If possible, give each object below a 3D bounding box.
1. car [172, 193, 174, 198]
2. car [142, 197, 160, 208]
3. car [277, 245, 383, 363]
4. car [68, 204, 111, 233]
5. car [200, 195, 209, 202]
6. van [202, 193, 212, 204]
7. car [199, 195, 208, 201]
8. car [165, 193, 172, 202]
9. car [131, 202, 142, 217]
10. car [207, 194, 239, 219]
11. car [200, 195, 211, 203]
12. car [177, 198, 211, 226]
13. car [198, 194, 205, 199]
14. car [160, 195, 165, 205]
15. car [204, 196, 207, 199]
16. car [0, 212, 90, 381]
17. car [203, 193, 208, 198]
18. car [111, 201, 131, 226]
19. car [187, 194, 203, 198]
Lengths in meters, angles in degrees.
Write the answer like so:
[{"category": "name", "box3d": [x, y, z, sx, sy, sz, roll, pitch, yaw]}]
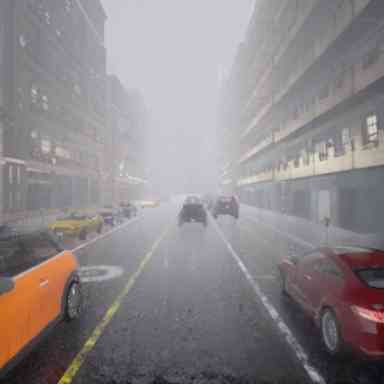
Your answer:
[{"category": "car", "box3d": [-5.686, 1.345, 72.024, 2.008, 1.369, 4.403, 1, 0, 0]}, {"category": "car", "box3d": [-5.684, 1.394, 44.236, 1.752, 1.417, 4.829, 1, 0, 0]}, {"category": "car", "box3d": [2.698, 1.564, 5.729, 1.802, 1.307, 4.206, 1, 0, 0]}, {"category": "car", "box3d": [-5.683, 1.474, 16.620, 1.752, 1.417, 4.829, 1, 0, 0]}, {"category": "car", "box3d": [2.695, 1.339, 72.011, 1.887, 1.381, 4.507, 0, 0, 0]}, {"category": "van", "box3d": [2.698, 1.165, 60.963, 1.690, 1.788, 3.998, 1, 0, 0]}, {"category": "car", "box3d": [2.694, 1.347, 77.535, 1.947, 1.339, 4.313, 0, 0, 0]}, {"category": "car", "box3d": [-5.685, 1.359, 66.500, 2.008, 1.369, 4.403, 1, 0, 0]}, {"category": "car", "box3d": [-5.684, 1.461, 27.836, 1.887, 1.381, 4.507, 1, 0, 0]}, {"category": "car", "box3d": [2.700, 1.231, 27.823, 2.192, 1.841, 5.009, 1, 0, 0]}, {"category": "car", "box3d": [2.696, 1.354, 66.487, 1.887, 1.381, 4.507, 1, 0, 0]}, {"category": "car", "box3d": [0.067, 1.439, 22.575, 1.837, 1.490, 4.892, 0, 1, 0]}, {"category": "car", "box3d": [2.694, 1.265, 94.274, 1.752, 1.417, 4.829, 0, 0, 0]}, {"category": "car", "box3d": [-5.684, 1.404, 49.930, 2.008, 1.369, 4.403, 1, 0, 0]}, {"category": "car", "box3d": [2.697, 1.450, 38.869, 1.947, 1.339, 4.313, 1, 0, 0]}, {"category": "car", "box3d": [-3.064, 1.338, 4.117, 2.097, 1.767, 4.553, 0, 0, 0]}, {"category": "car", "box3d": [2.697, 1.278, 55.440, 1.967, 1.590, 4.097, 1, 0, 0]}, {"category": "car", "box3d": [-5.683, 1.483, 22.313, 2.008, 1.369, 4.403, 1, 0, 0]}, {"category": "car", "box3d": [0.095, 1.217, 45.846, 2.097, 1.767, 4.553, 0, 0, 0]}]
